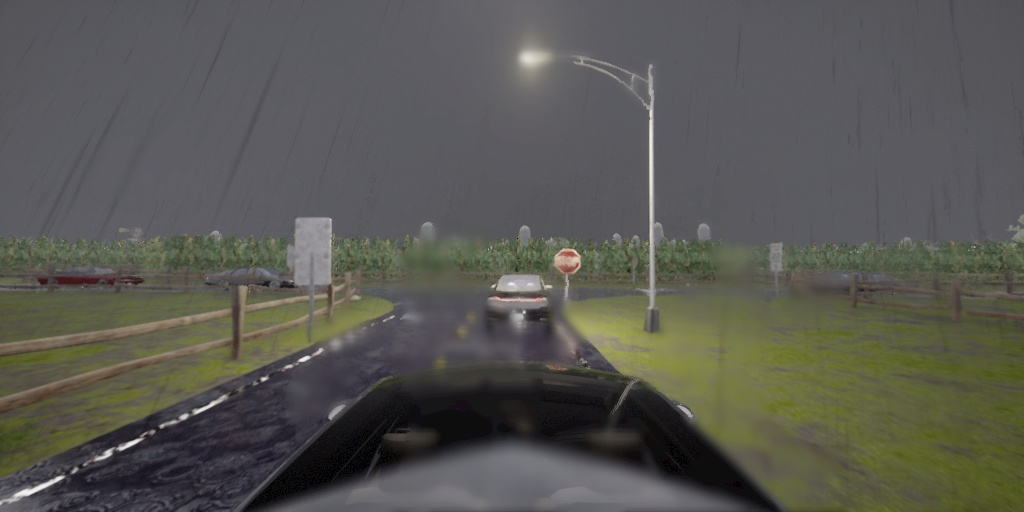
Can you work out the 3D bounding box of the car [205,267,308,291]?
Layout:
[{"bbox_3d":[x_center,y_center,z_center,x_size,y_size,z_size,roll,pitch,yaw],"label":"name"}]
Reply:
[{"bbox_3d":[-15.455,1.377,21.818,5.357,1.411,2.033,0,-2,0],"label":"car"}]

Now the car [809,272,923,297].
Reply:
[{"bbox_3d":[21.159,1.654,21.590,5.357,1.411,2.033,0,-2,0],"label":"car"}]

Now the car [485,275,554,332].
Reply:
[{"bbox_3d":[0.302,1.340,11.319,2.128,1.511,4.902,0,-1,3],"label":"car"}]

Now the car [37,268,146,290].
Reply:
[{"bbox_3d":[-25.484,1.364,21.880,4.718,1.301,1.895,0,-2,0],"label":"car"}]
